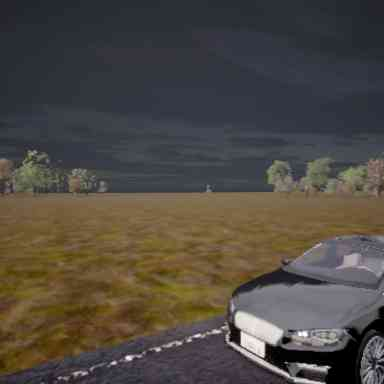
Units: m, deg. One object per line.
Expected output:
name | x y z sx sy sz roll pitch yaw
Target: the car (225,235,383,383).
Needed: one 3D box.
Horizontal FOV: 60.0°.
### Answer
car | 2.712 1.491 5.226 4.902 1.511 2.128 0 0 -35
